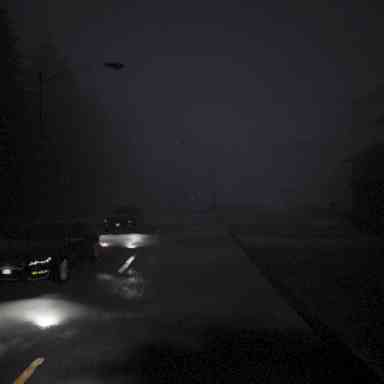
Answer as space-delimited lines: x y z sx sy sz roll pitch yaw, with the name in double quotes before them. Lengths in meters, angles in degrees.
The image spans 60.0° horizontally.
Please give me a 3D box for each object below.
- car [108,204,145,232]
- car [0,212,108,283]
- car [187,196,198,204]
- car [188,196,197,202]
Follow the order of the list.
"car" -4.046 1.545 20.600 1.837 1.490 4.892 0 0 0
"car" -4.083 1.525 9.766 1.837 1.490 4.892 0 0 0
"car" 0.097 1.631 65.955 2.128 1.511 4.902 0 0 0
"car" 0.112 1.581 76.375 2.033 1.411 5.357 0 0 0
